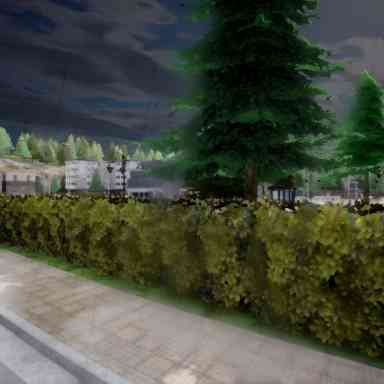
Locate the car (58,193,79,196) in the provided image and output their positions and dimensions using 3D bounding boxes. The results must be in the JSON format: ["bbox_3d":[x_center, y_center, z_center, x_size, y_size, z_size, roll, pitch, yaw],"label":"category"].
[{"bbox_3d":[-28.384,1.148,79.464,2.152,1.636,5.027,0,0,43],"label":"car"}]

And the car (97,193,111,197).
[{"bbox_3d":[-16.705,1.093,68.962,1.932,1.855,4.605,0,0,43],"label":"car"}]

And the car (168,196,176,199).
[{"bbox_3d":[-3.312,1.371,56.078,1.845,1.501,3.633,0,0,43],"label":"car"}]

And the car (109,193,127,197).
[{"bbox_3d":[-10.580,1.381,52.743,1.970,1.475,3.806,0,0,43],"label":"car"}]

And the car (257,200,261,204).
[{"bbox_3d":[9.633,1.351,44.218,2.097,1.767,4.553,0,0,43],"label":"car"}]
